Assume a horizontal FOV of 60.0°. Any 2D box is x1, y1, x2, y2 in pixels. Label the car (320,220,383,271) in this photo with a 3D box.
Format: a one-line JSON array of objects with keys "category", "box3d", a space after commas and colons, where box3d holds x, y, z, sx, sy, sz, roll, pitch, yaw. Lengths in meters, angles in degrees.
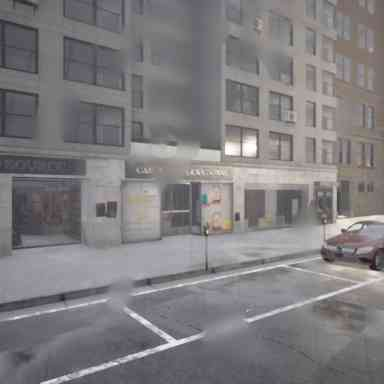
[{"category": "car", "box3d": [5.935, 1.580, 10.804, 4.206, 1.307, 1.802, 0, 0, -36]}]
